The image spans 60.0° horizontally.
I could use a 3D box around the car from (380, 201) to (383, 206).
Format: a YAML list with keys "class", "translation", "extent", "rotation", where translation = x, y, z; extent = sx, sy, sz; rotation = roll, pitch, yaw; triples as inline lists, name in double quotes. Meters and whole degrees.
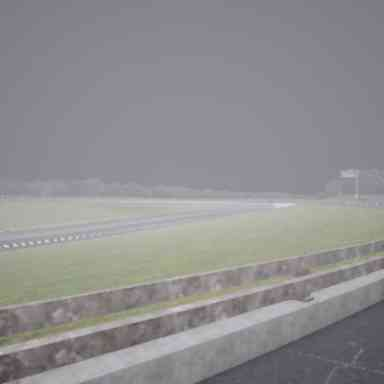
- class: "car"
  translation: [42.715, 2.633, 71.224]
  extent: [1.994, 1.385, 4.181]
  rotation: [0, -1, 7]
